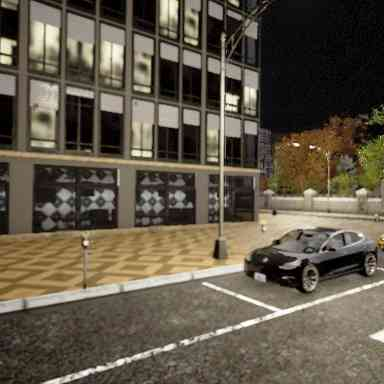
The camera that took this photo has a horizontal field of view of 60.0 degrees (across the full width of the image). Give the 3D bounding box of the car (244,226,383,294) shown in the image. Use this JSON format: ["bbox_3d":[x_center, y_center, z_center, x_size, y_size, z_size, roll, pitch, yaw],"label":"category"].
[{"bbox_3d":[3.374,1.647,9.062,4.313,1.339,1.947,1,0,-35],"label":"car"}]
